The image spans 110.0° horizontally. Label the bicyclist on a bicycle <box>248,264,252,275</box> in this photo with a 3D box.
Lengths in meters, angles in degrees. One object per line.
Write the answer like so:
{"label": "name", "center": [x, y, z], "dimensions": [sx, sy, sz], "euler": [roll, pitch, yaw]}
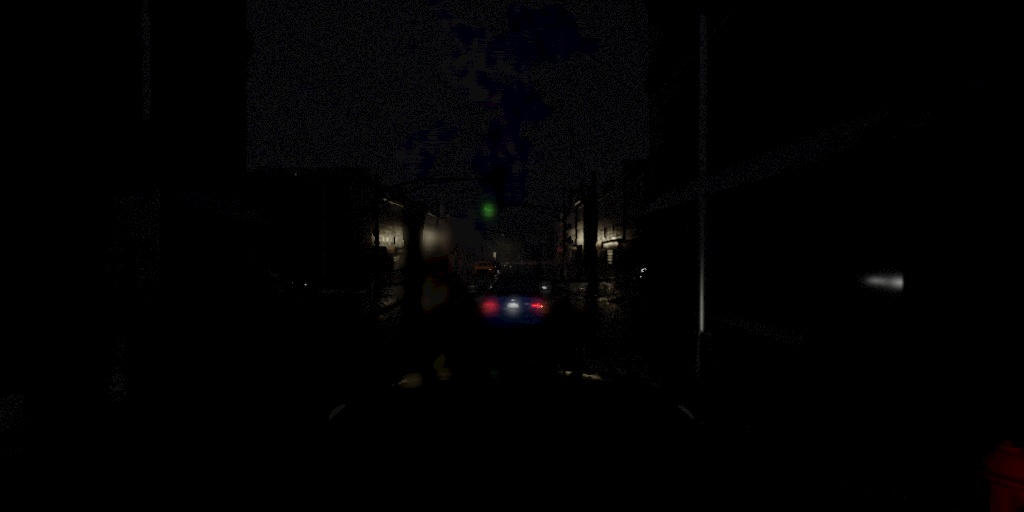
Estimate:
{"label": "bicyclist on a bicycle", "center": [-20.138, 1.263, 27.262], "dimensions": [0.582, 1.620, 1.656], "euler": [0, 1, 0]}

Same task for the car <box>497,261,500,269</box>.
{"label": "car", "center": [-2.828, 1.316, 46.534], "dimensions": [1.837, 1.490, 4.892], "euler": [0, 0, 0]}

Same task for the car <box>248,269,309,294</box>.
{"label": "car", "center": [-14.789, 1.497, 21.388], "dimensions": [4.892, 1.490, 1.837], "euler": [0, 0, -2]}

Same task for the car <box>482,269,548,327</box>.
{"label": "car", "center": [0.196, 1.340, 11.683], "dimensions": [2.033, 1.411, 5.357], "euler": [0, 0, 3]}

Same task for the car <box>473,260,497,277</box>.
{"label": "car", "center": [-2.832, 1.294, 36.988], "dimensions": [1.882, 1.535, 5.008], "euler": [0, 0, 0]}

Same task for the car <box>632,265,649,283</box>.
{"label": "car", "center": [10.584, 0.869, 24.438], "dimensions": [4.553, 1.767, 2.097], "euler": [-2, 0, 1]}

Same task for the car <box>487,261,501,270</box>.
{"label": "car", "center": [-2.810, 1.398, 56.587], "dimensions": [1.895, 1.301, 4.718], "euler": [0, 0, 0]}
